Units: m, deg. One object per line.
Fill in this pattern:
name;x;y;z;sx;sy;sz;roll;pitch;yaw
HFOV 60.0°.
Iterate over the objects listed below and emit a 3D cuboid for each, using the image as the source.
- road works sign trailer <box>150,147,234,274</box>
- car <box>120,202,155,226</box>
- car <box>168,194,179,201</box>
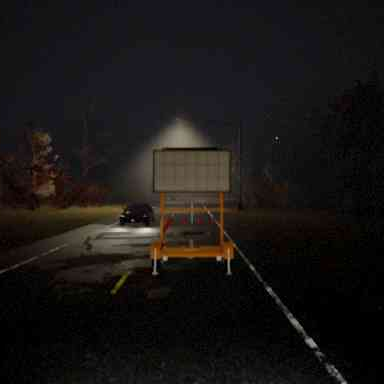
road works sign trailer;0.000;0.423;10.343;2.380;3.560;2.880;0;0;0
car;-3.598;1.437;22.510;1.812;1.442;4.674;0;0;0
car;-3.528;1.256;64.751;1.837;1.490;4.892;0;0;1
